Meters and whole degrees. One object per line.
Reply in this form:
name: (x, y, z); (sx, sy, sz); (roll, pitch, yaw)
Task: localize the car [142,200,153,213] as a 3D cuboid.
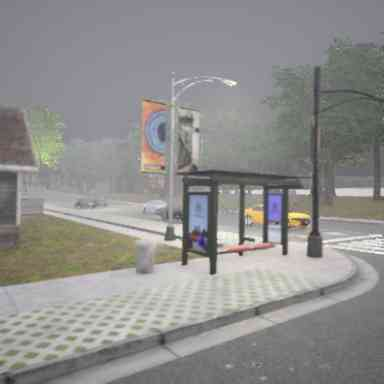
car: (-3.597, 1.572, 34.779); (1.812, 1.442, 4.674); (2, -1, -35)

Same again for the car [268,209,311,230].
car: (5.468, 1.561, 22.025); (1.882, 1.535, 5.008); (2, -1, -35)

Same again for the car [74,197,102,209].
car: (-14.118, 1.429, 44.055); (2.128, 1.511, 4.902); (2, -1, -35)

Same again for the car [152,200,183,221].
car: (-0.624, 1.546, 24.983); (2.033, 1.411, 5.357); (2, -1, -35)

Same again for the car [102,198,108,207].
car: (-14.274, 1.504, 49.964); (2.128, 1.511, 4.902); (2, 0, -35)
